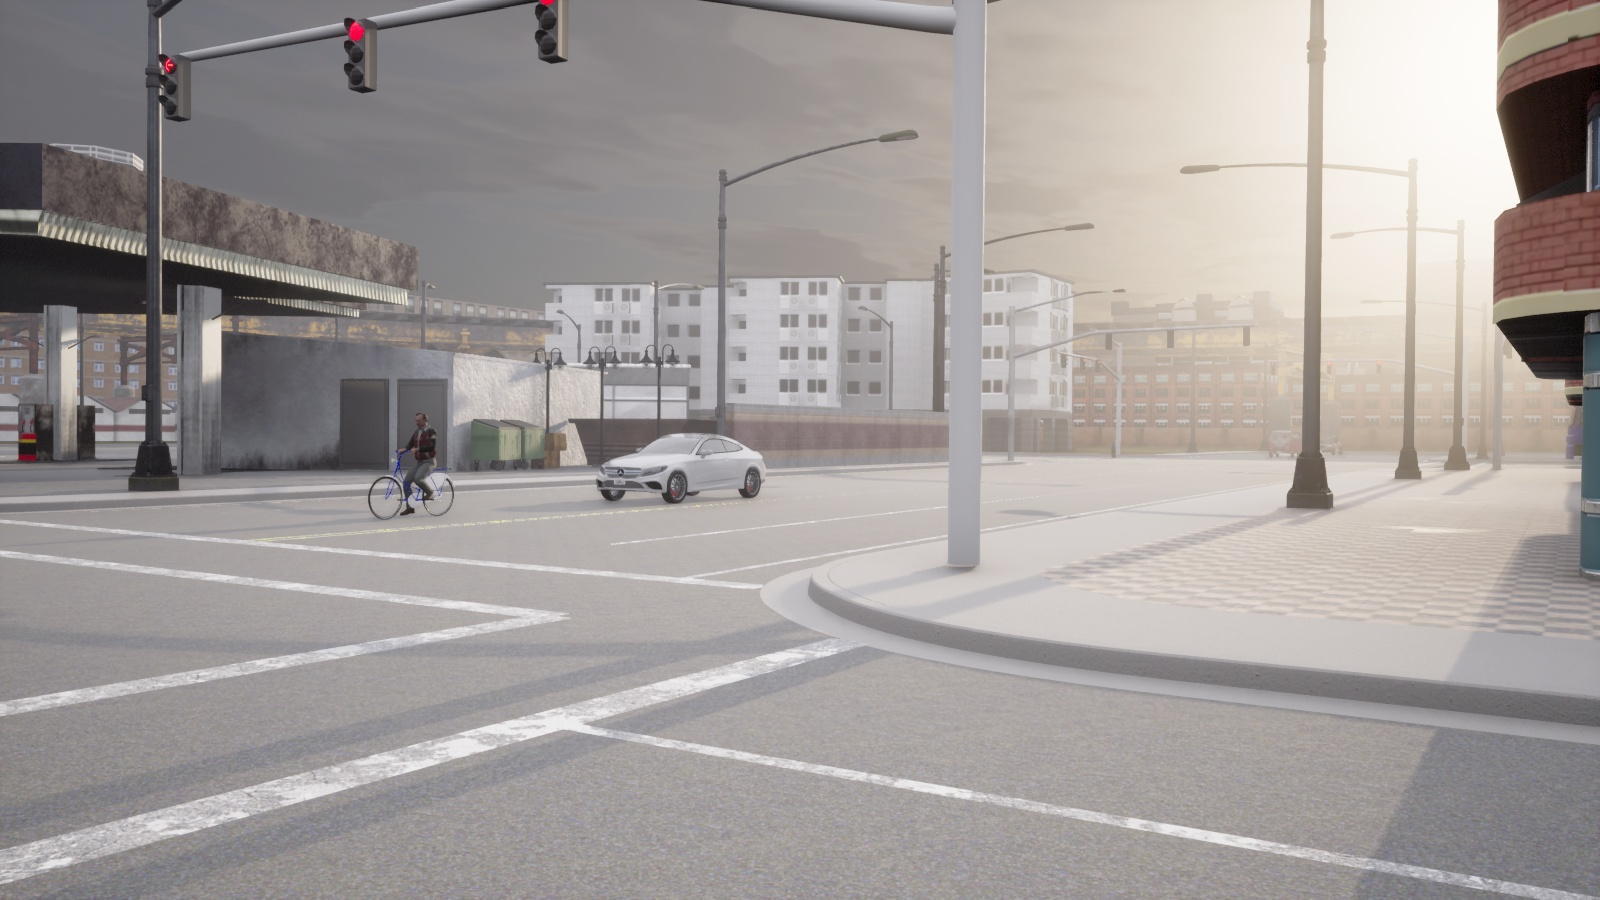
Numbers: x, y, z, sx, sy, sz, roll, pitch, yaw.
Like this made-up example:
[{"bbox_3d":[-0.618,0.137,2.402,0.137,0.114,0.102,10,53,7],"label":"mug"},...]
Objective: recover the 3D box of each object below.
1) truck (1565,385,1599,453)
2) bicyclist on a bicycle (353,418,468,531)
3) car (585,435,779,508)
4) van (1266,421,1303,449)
[{"bbox_3d":[43.929,-1.665,64.401,7.936,3.462,2.891,-1,0,32],"label":"truck"},{"bbox_3d":[-6.427,0.376,20.823,0.659,1.776,1.843,0,1,31],"label":"bicyclist on a bicycle"},{"bbox_3d":[-2.468,0.404,27.508,1.812,1.442,4.674,0,1,31],"label":"car"},{"bbox_3d":[35.150,-1.077,91.048,1.775,1.987,4.442,0,1,31],"label":"van"}]
